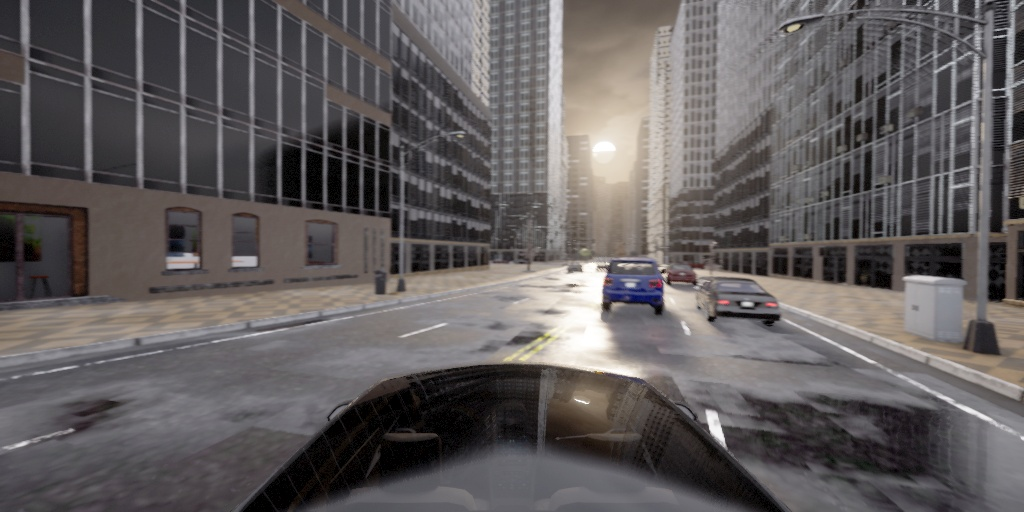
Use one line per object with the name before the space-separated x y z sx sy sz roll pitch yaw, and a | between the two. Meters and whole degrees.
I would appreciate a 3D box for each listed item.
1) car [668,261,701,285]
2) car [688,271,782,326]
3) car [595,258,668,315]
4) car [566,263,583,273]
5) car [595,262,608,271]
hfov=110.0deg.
car | 13.457 1.385 29.015 2.097 1.767 4.553 1 0 18
car | 7.693 1.453 12.639 2.033 1.411 5.357 1 0 22
car | 5.047 1.094 14.765 2.150 2.045 5.566 1 0 22
car | 8.472 1.585 48.045 1.994 1.385 4.181 1 0 14
car | 14.563 1.731 58.306 1.895 1.301 4.718 1 0 15
